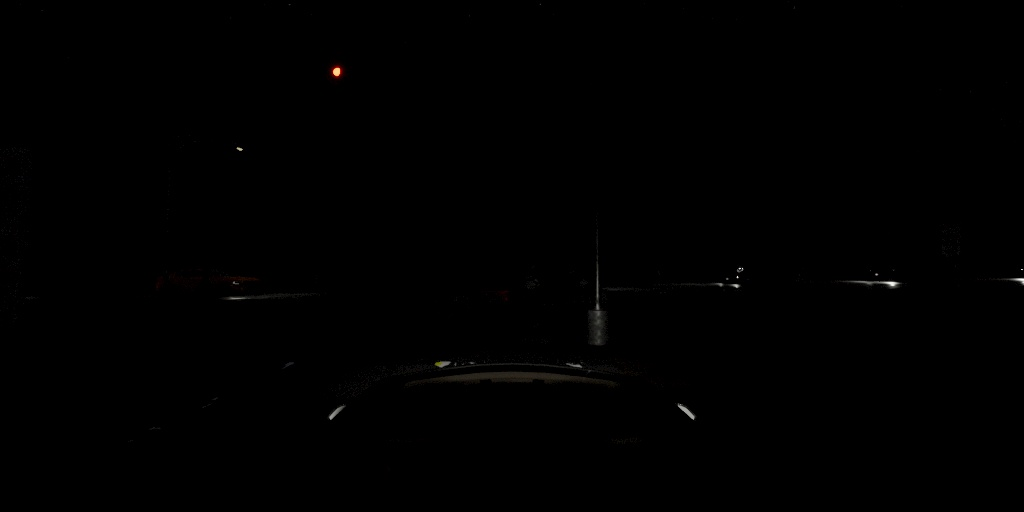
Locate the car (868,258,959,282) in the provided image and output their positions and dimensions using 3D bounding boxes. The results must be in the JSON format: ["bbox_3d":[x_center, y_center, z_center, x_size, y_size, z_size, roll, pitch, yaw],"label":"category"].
[{"bbox_3d":[26.132,0.891,23.394,4.674,1.442,1.812,-1,-2,1],"label":"car"}]

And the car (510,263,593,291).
[{"bbox_3d":[2.319,1.127,19.752,4.892,1.490,1.837,-1,-2,0],"label":"car"}]

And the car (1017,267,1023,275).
[{"bbox_3d":[36.726,0.752,23.360,5.357,1.411,2.033,-1,-2,0],"label":"car"}]

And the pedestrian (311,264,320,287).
[{"bbox_3d":[-15.058,1.466,27.396,0.375,1.860,0.375,0,-1,0],"label":"pedestrian"}]

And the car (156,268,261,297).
[{"bbox_3d":[-16.500,1.409,19.646,5.008,1.535,1.882,-1,-2,3],"label":"car"}]

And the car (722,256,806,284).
[{"bbox_3d":[16.283,0.875,23.422,4.553,1.767,2.097,-1,-2,0],"label":"car"}]
